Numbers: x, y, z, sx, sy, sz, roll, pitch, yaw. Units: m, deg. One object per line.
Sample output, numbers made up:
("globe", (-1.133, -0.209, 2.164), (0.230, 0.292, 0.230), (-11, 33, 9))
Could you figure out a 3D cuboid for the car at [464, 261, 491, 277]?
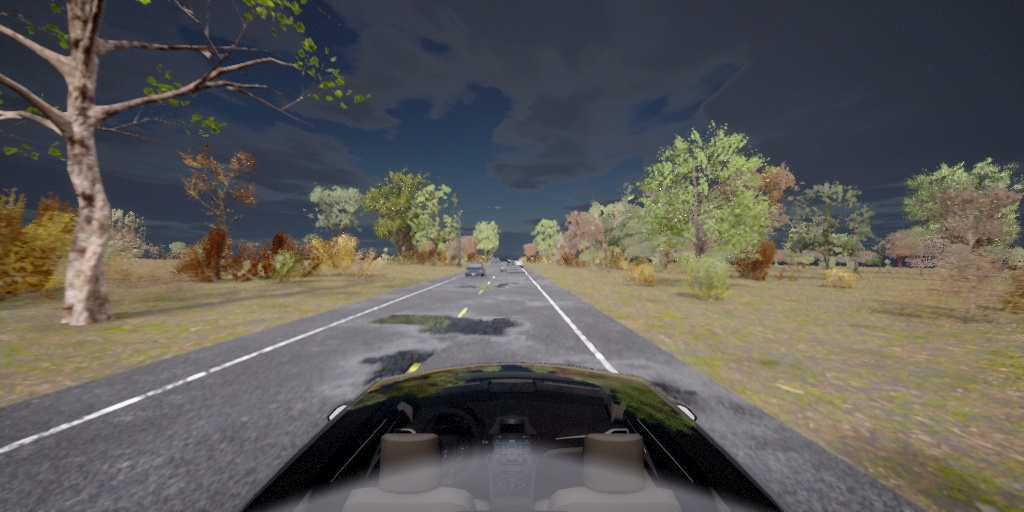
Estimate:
("car", (-3.608, 1.372, 36.238), (2.033, 1.411, 5.357), (0, 0, 0))
